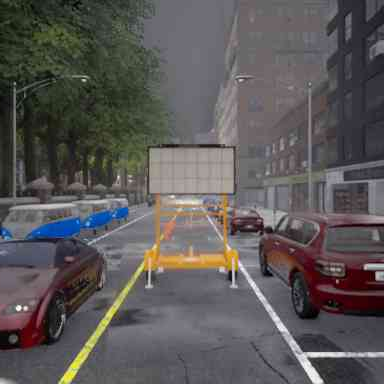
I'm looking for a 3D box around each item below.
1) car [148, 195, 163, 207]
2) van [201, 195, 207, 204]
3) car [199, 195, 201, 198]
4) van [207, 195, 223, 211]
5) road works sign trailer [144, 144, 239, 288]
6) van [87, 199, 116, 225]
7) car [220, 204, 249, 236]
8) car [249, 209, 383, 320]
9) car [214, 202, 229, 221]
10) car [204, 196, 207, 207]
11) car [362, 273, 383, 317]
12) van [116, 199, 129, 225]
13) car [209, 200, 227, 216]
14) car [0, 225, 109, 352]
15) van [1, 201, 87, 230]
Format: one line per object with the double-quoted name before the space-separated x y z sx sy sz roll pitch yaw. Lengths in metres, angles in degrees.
"car" -5.733 1.366 52.537 2.192 1.841 5.009 0 0 0
"van" 2.792 1.392 52.587 1.690 1.788 3.998 0 0 0
"car" 2.785 1.617 58.247 1.947 1.339 4.313 0 0 0
"van" 2.812 1.385 35.605 1.690 1.788 3.998 0 0 0
"road works sign trailer" -0.011 0.480 9.255 2.380 3.560 2.880 0 0 0
"van" -5.693 1.370 18.589 1.690 1.788 3.998 0 0 0
"car" 2.833 1.573 18.624 1.887 1.381 4.507 0 0 0
"car" 2.845 1.328 7.303 2.192 1.841 5.009 0 0 0
"car" 2.826 1.617 24.284 1.802 1.307 4.206 0 0 0
"car" 2.806 1.592 41.266 1.887 1.381 4.507 0 0 0
"car" 2.853 1.585 1.642 1.802 1.307 4.206 0 0 0
"van" -5.700 1.376 24.247 1.690 1.788 3.998 0 0 0
"car" 2.819 1.622 29.945 1.802 1.307 4.206 0 0 0
"car" -3.007 1.575 6.246 1.994 1.385 4.181 0 0 0
"van" -5.686 1.363 12.931 1.690 1.788 3.998 0 0 0
